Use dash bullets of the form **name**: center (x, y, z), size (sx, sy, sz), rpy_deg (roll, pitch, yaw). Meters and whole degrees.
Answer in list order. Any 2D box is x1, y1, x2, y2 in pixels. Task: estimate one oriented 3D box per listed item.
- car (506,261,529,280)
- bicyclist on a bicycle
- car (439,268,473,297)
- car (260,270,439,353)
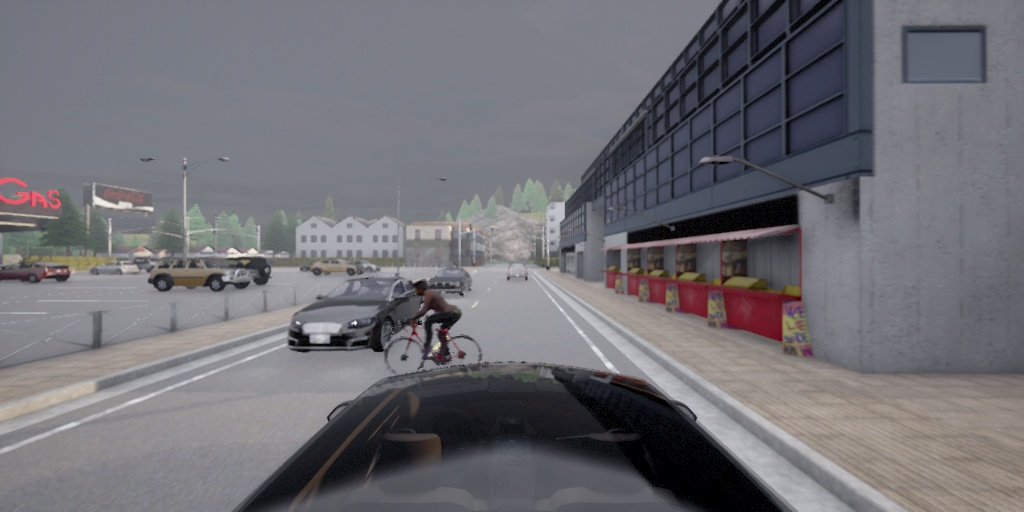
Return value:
- **car**: center (0.515, 1.458, 33.617), size (1.812, 1.442, 4.674), rpy_deg (0, 0, 1)
- **bicyclist on a bicycle**: center (-1.343, 1.227, 6.022), size (1.656, 1.620, 0.582), rpy_deg (-2, 0, 1)
- **car**: center (-3.346, 1.403, 20.226), size (2.033, 1.411, 5.357), rpy_deg (0, 0, 0)
- **car**: center (-3.513, 1.284, 9.070), size (2.128, 1.511, 4.902), rpy_deg (0, 0, 1)
